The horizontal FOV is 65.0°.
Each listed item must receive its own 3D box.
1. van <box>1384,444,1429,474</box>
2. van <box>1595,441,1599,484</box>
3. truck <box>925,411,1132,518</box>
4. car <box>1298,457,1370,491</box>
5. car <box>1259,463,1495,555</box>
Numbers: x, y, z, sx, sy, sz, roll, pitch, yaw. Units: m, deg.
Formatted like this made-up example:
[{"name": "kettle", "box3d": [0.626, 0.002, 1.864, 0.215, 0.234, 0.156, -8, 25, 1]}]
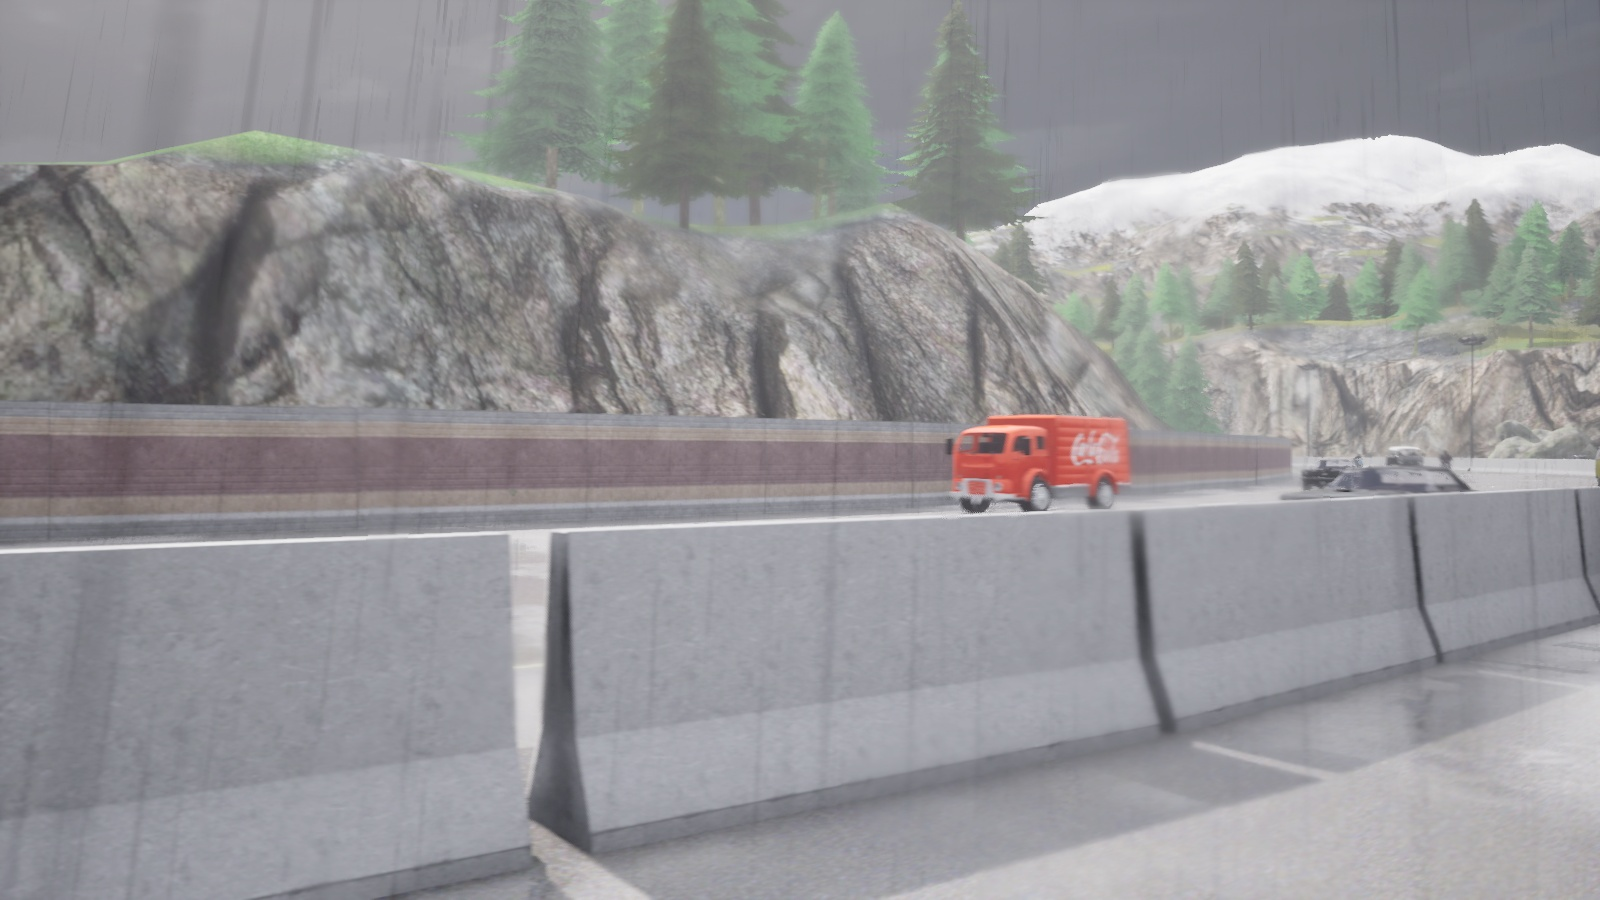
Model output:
[{"name": "van", "box3d": [42.161, 0.614, 87.343, 2.069, 2.038, 4.480, 0, 0, 16]}, {"name": "van", "box3d": [37.634, 0.569, 57.440, 1.775, 1.987, 4.442, 0, 0, 28]}, {"name": "truck", "box3d": [5.841, 0.333, 31.692, 2.627, 2.467, 5.204, 0, 0, 45]}, {"name": "car", "box3d": [21.937, 0.937, 51.497, 1.895, 1.301, 4.718, 0, 0, 34]}, {"name": "car", "box3d": [9.576, 0.880, 20.649, 4.718, 1.301, 1.895, 0, 0, -43]}]
